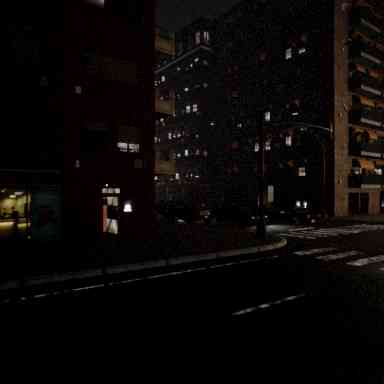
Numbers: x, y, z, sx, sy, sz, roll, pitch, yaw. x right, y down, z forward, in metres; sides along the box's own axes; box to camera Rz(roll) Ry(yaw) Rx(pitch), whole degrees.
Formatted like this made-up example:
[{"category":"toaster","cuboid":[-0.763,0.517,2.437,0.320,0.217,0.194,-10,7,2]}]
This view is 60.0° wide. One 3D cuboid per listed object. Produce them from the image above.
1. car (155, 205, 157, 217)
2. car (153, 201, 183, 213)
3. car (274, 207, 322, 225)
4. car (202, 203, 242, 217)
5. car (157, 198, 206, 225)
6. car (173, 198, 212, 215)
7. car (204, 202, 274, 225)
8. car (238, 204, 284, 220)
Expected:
[{"category":"car","cuboid":[-2.340,1.862,34.266,1.837,1.490,4.892,0,-1,-37]},{"category":"car","cuboid":[-3.343,2.025,45.600,2.008,1.369,4.403,-1,0,-36]},{"category":"car","cuboid":[7.459,1.794,25.703,1.895,1.301,4.718,0,-1,-34]},{"category":"car","cuboid":[3.256,1.899,36.630,1.947,1.339,4.313,-1,0,-36]},{"category":"car","cuboid":[-0.434,1.586,27.049,2.192,1.841,5.009,-1,0,-36]},{"category":"car","cuboid":[-0.048,1.719,41.116,2.192,1.841,5.009,-1,0,-36]},{"category":"car","cuboid":[3.536,1.779,26.338,2.033,1.411,5.357,0,-1,-34]},{"category":"car","cuboid":[6.556,1.844,32.146,1.802,1.307,4.206,-1,0,-36]}]
